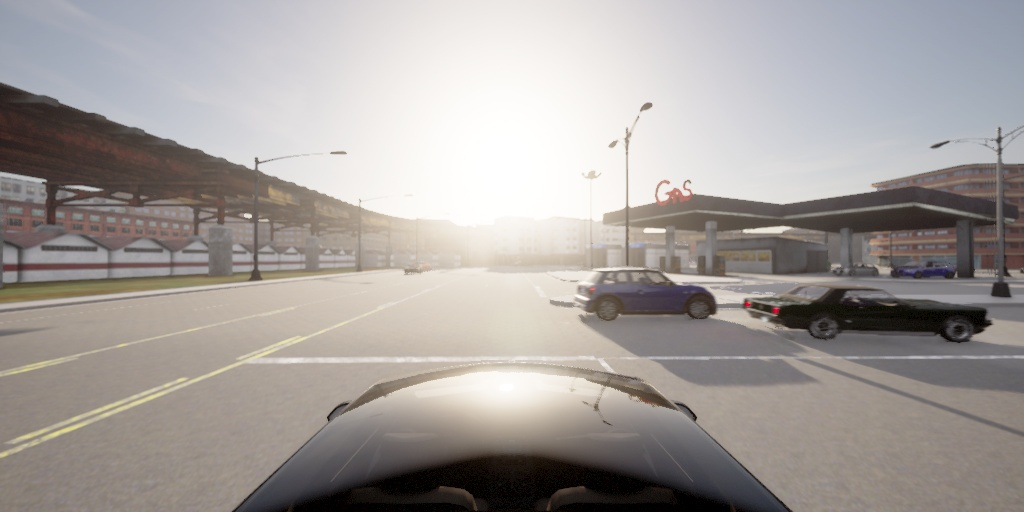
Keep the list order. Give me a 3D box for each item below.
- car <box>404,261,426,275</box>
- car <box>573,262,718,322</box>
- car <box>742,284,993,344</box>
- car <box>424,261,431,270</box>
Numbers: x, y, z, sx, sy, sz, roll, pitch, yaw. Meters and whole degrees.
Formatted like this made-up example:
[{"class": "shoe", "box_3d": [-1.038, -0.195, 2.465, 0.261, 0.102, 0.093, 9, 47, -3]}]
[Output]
[{"class": "car", "box_3d": [-12.842, 1.725, 46.782, 1.895, 1.301, 4.718, 0, 0, -7]}, {"class": "car", "box_3d": [4.516, 1.188, 12.330, 4.553, 1.767, 2.097, 0, 0, -5]}, {"class": "car", "box_3d": [8.973, 1.411, 9.383, 4.718, 1.301, 1.895, 0, 0, 6]}, {"class": "car", "box_3d": [-15.292, 1.590, 59.835, 2.097, 1.767, 4.553, 0, -1, 10]}]
